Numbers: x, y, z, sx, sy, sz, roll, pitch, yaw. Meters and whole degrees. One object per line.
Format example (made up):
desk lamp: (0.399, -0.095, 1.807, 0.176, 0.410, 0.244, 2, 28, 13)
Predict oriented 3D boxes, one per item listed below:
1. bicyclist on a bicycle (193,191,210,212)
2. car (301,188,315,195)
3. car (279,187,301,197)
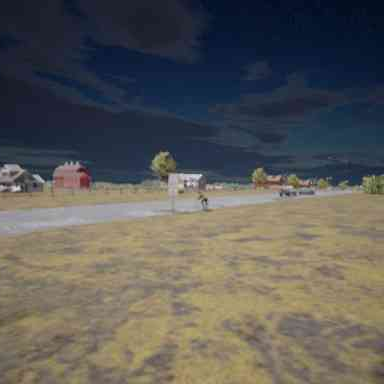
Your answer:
bicyclist on a bicycle: (0.780, 0.775, 27.035, 1.656, 1.620, 0.582, 1, 2, 35)
car: (22.053, -0.128, 63.815, 2.033, 1.411, 5.357, 2, 2, 35)
car: (16.068, 0.007, 55.358, 1.837, 1.490, 4.892, 2, 2, 35)
